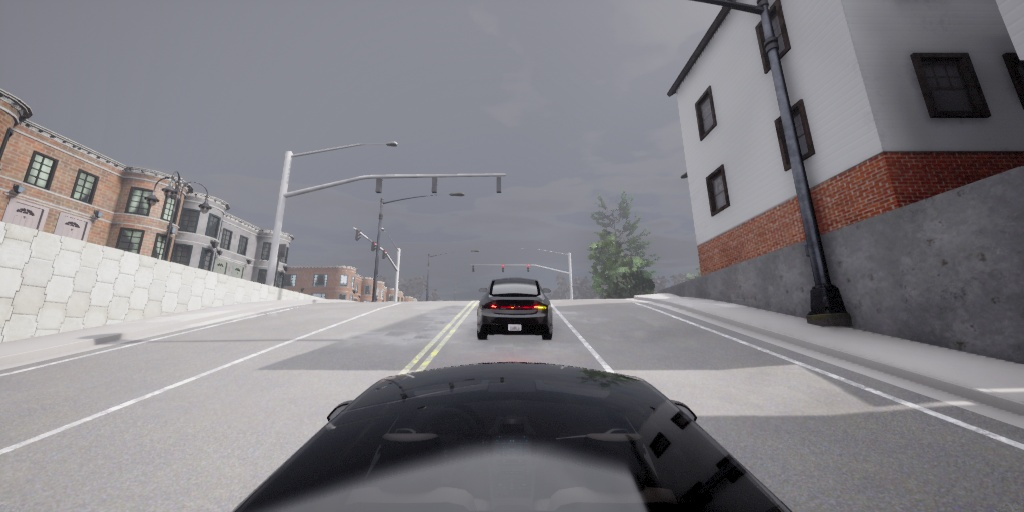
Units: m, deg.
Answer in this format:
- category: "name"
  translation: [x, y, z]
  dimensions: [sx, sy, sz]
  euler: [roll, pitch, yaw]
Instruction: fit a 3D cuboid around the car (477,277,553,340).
- category: "car"
  translation: [0.078, 1.351, 10.332]
  dimensions: [1.837, 1.490, 4.892]
  euler: [0, 0, 0]
